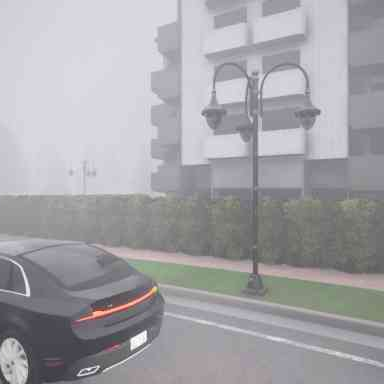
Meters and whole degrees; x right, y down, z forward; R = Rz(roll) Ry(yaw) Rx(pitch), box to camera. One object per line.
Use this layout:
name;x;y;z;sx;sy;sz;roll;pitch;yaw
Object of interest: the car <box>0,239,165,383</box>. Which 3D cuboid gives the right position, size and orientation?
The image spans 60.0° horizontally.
car;-2.717;1.505;5.169;4.892;1.490;1.837;0;0;31
